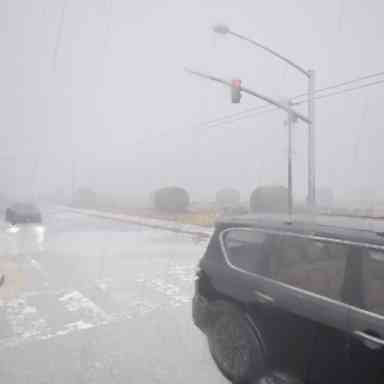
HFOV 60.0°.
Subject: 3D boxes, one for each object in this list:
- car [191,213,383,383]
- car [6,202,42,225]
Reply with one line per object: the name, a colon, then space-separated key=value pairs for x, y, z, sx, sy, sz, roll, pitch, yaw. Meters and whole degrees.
car: x=2.180 y=1.330 z=3.251 sx=2.150 sy=2.045 sz=5.566 roll=0 pitch=0 yaw=-35
car: x=-12.306 y=1.525 z=24.222 sx=1.882 sy=1.535 sz=5.008 roll=0 pitch=1 yaw=-35
